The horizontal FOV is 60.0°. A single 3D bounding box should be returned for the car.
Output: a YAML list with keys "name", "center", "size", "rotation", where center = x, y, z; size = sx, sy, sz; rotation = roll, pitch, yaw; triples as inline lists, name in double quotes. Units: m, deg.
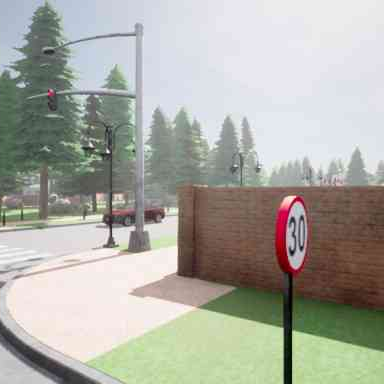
- name: "car"
  center: [-3.943, 1.463, 23.091]
  size: [1.882, 1.535, 5.008]
  rotation: [0, 0, 34]
